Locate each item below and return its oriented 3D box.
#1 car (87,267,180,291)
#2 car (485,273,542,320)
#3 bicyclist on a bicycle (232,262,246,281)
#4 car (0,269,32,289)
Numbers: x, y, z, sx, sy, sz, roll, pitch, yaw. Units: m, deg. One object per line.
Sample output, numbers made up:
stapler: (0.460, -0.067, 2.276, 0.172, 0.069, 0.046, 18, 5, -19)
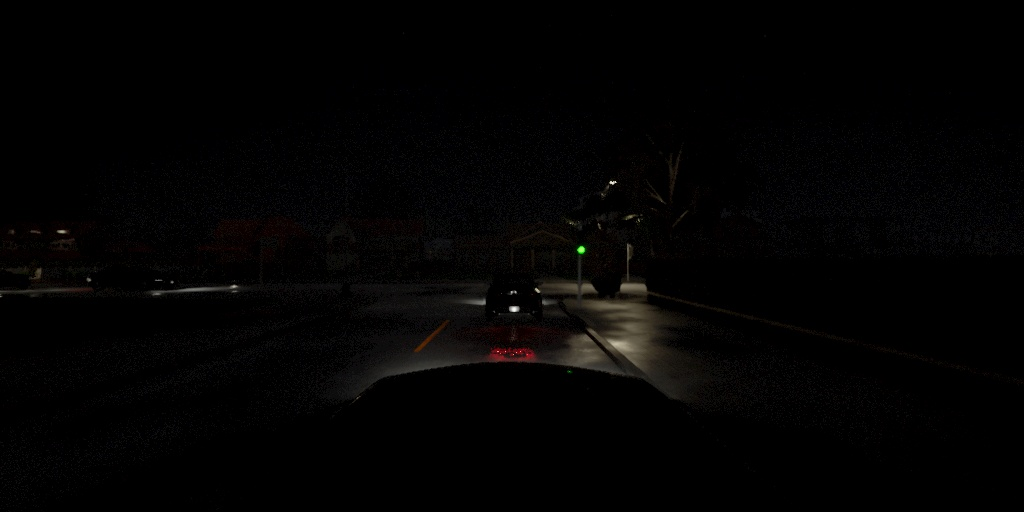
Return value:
car: (-24.558, 1.460, 23.357, 4.892, 1.490, 1.837, 0, -1, 0)
car: (0.054, 1.363, 13.161, 1.837, 1.490, 4.892, 0, -1, 0)
bicyclist on a bicycle: (-24.178, 1.384, 31.757, 0.582, 1.620, 1.656, 0, 0, 0)
car: (-34.590, 1.433, 23.348, 5.008, 1.535, 1.882, 0, -1, 0)
